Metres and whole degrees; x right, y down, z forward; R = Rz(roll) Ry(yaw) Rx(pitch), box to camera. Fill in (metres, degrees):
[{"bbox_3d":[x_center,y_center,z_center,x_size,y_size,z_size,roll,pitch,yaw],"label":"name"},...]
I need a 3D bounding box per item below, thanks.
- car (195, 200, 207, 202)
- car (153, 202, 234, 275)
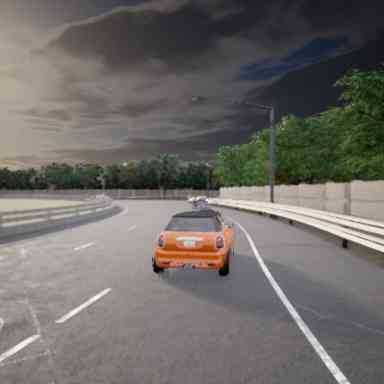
[{"bbox_3d":[1.009,1.668,38.335,2.033,1.411,5.357,0,0,-6],"label":"car"},{"bbox_3d":[0.252,1.385,10.814,2.097,1.767,4.553,0,0,9],"label":"car"}]
